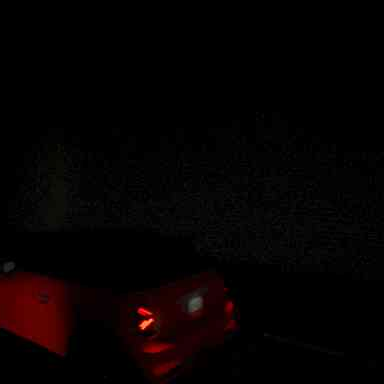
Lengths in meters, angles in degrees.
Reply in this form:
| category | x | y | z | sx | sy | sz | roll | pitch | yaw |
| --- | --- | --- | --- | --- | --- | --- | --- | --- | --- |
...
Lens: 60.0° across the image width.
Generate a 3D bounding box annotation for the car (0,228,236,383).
| category | x | y | z | sx | sy | sz | roll | pitch | yaw |
| --- | --- | --- | --- | --- | --- | --- | --- | --- | --- |
| car | -1.683 | 1.349 | 5.204 | 4.553 | 1.767 | 2.097 | 0 | 0 | 36 |
